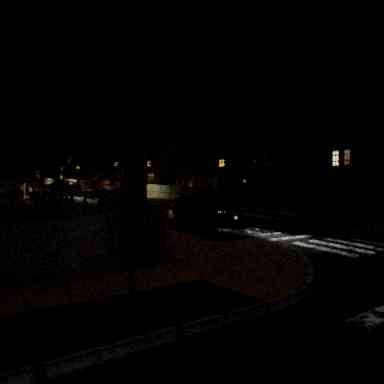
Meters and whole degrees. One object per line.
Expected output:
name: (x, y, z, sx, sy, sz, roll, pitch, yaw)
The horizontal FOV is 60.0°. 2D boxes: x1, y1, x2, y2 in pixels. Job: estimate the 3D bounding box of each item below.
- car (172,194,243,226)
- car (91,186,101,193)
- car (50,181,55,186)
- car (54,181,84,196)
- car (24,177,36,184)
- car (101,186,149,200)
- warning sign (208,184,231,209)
car: (0.735, 0.873, 18.213, 2.128, 1.511, 4.902, 1, 2, -35)
car: (-10.088, -0.071, 38.461, 1.895, 1.301, 4.718, 1, 2, -36)
car: (-22.251, -1.138, 55.503, 1.812, 1.442, 4.674, 1, 2, -36)
car: (-14.239, -0.352, 39.248, 2.128, 1.511, 4.902, 1, 2, -35)
car: (-39.800, -2.838, 81.528, 2.097, 1.767, 4.553, -3, 3, -35)
car: (-5.193, 0.375, 26.523, 1.882, 1.535, 5.008, 1, 2, -35)
warning sign: (2.084, 0.305, 25.493, 1.300, 1.860, 1.060, -3, 2, -36)
